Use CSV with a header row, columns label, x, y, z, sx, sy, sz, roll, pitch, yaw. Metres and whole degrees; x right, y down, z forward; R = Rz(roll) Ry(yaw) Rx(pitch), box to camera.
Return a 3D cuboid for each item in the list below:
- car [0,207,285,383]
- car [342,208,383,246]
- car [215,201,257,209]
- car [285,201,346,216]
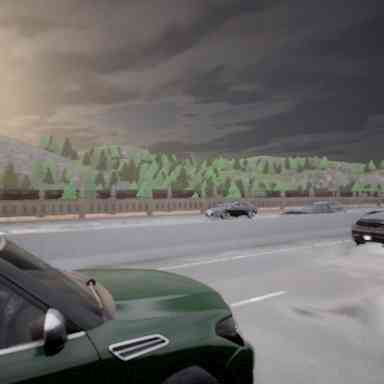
label,x,y,z,sx,sy,sz,roll,pitch,yaw
car,-2.072,1.217,2.248,5.566,2.045,2.150,0,0,-36
car,8.744,1.519,14.236,4.892,1.490,1.837,0,0,-35
car,3.362,1.497,27.821,4.902,1.511,2.128,0,0,-35
car,8.160,1.562,22.639,5.357,1.411,2.033,0,0,-35
